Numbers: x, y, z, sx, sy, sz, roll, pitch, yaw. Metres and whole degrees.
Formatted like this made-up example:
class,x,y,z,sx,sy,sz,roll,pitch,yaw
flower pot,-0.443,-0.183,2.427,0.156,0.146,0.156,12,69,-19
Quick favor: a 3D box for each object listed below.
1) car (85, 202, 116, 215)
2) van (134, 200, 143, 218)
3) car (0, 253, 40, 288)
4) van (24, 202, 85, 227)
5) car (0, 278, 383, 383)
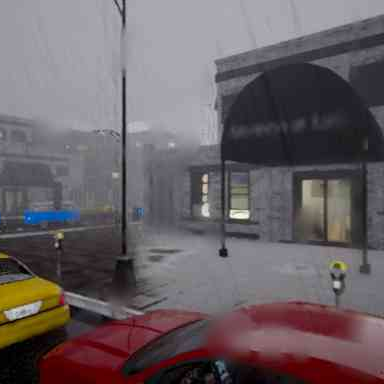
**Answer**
class,x,y,z,sx,sy,sz,roll,pitch,yaw
car,-11.054,1.890,38.755,1.752,1.417,4.829,0,0,35
van,-4.108,1.678,34.066,1.690,1.788,3.998,0,0,35
car,-4.138,1.594,5.819,4.829,1.417,1.752,-1,0,35
van,-10.452,1.648,25.027,1.690,1.788,3.998,0,0,35
car,0.639,1.553,2.413,4.507,1.381,1.887,-1,0,35
